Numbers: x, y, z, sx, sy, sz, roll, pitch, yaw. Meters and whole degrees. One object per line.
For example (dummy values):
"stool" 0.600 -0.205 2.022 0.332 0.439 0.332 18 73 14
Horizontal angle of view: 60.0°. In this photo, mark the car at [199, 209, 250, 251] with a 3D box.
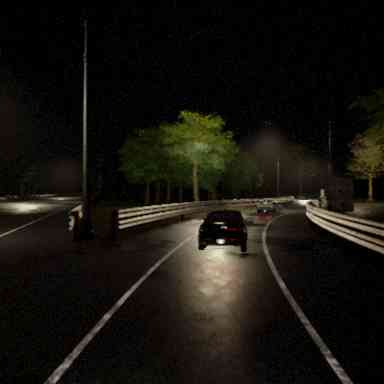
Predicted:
"car" 1.449 1.515 14.289 1.837 1.490 4.892 0 0 10

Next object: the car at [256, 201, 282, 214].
"car" 8.400 1.629 35.867 1.895 1.301 4.718 0 0 26
